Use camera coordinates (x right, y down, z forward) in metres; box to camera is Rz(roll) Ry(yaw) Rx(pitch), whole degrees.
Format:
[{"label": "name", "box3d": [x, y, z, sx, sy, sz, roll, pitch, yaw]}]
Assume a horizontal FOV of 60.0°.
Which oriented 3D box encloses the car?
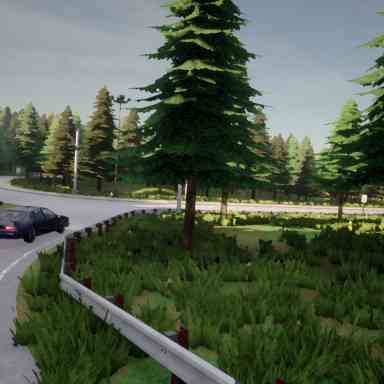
[{"label": "car", "box3d": [-7.590, 1.371, 15.525, 2.033, 1.411, 5.357, 4, 1, 3]}]
